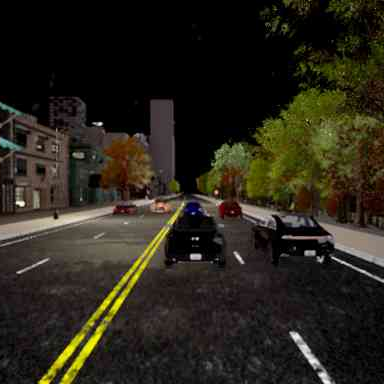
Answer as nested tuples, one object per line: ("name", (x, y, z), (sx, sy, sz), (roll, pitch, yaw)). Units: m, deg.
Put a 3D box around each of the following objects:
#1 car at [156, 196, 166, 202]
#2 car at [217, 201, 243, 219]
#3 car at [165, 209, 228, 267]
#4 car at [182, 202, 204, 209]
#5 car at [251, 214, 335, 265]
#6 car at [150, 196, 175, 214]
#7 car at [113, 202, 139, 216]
("car", (-6.817, 1.582, 74.095), (1.895, 1.301, 4.718), (0, 0, -1))
("car", (3.351, 1.558, 30.038), (1.882, 1.535, 5.008), (0, 0, 0))
("car", (0.101, 1.536, 11.533), (1.837, 1.490, 4.892), (0, 0, 0))
("car", (0.101, 1.605, 29.576), (1.812, 1.442, 4.674), (0, 0, 0))
("car", (3.351, 1.524, 11.858), (2.128, 1.511, 4.902), (0, 0, 0))
("car", (-3.338, 1.450, 36.860), (2.097, 1.767, 4.553), (0, 0, 0))
("car", (-6.592, 1.653, 33.502), (1.994, 1.385, 4.181), (0, 0, 0))
